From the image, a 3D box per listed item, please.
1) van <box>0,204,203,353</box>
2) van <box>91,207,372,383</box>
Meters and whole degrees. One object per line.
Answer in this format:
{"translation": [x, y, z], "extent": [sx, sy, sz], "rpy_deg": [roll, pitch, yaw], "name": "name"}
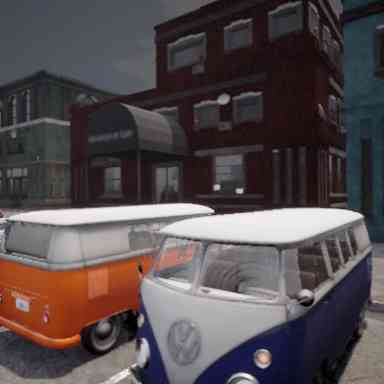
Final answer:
{"translation": [-1.007, 1.249, 6.219], "extent": [1.878, 1.987, 4.442], "rpy_deg": [0, 0, 36], "name": "van"}
{"translation": [1.117, 1.251, 4.415], "extent": [1.878, 1.987, 4.442], "rpy_deg": [0, 0, 36], "name": "van"}
